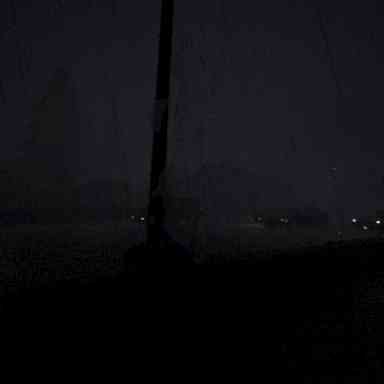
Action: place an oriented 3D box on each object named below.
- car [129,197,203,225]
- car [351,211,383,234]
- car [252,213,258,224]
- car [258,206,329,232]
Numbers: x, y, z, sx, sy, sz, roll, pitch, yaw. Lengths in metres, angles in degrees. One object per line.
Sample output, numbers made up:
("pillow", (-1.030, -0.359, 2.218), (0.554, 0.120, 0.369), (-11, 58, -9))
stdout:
("car", (-1.771, 1.376, 24.223), (5.566, 2.045, 2.150), (1, 0, -35))
("car", (12.231, 1.875, 21.277), (4.718, 1.301, 1.895), (1, -1, -35))
("car", (6.651, 1.815, 25.906), (4.181, 1.385, 1.994), (1, 0, -35))
("car", (6.969, 1.703, 21.843), (5.008, 1.535, 1.882), (1, -1, -35))
